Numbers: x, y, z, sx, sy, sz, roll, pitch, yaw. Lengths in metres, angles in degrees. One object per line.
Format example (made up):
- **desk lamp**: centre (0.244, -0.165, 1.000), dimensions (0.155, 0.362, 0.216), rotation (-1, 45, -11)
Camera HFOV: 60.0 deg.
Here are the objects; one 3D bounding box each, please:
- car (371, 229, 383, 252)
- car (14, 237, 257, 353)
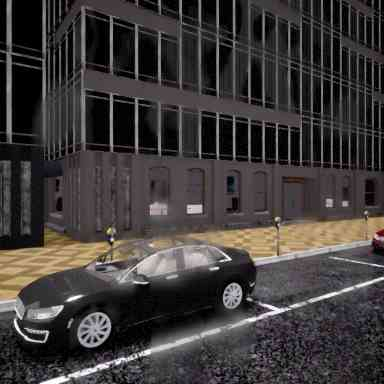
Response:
- **car**: centre (8.529, 1.582, 12.649), dimensions (4.206, 1.307, 1.802), rotation (0, 0, -36)
- **car**: centre (-0.737, 1.551, 6.035), dimensions (4.403, 1.369, 2.008), rotation (0, 0, -36)
